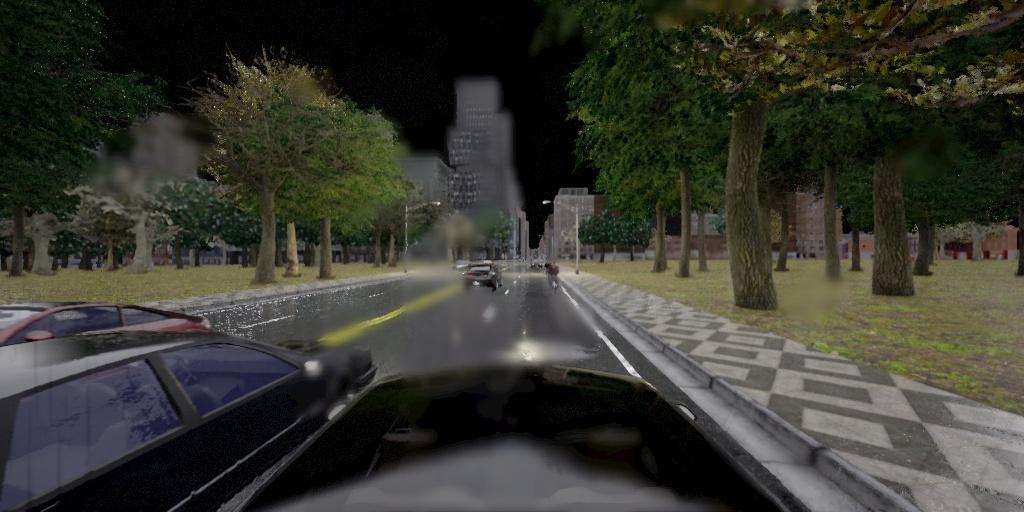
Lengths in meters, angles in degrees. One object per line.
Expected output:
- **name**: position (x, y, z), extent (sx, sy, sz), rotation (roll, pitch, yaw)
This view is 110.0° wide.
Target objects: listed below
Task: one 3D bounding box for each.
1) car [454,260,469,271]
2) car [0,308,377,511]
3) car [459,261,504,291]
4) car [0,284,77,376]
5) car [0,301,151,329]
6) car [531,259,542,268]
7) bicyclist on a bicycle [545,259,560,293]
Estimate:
- **car**: position (-6.573, 1.260, 48.529), extent (2.128, 1.511, 4.902), rotation (0, 0, 4)
- **car**: position (-2.955, 1.296, 2.574), extent (2.033, 1.411, 5.357), rotation (0, 0, 4)
- **car**: position (-1.668, 1.247, 21.713), extent (1.837, 1.490, 4.892), rotation (0, 0, 4)
- **car**: position (-9.526, 1.273, 4.703), extent (1.812, 1.442, 4.674), rotation (0, 0, 4)
- **car**: position (-6.276, 1.311, 4.582), extent (1.994, 1.385, 4.181), rotation (0, 0, 4)
- **car**: position (4.309, 1.399, 62.239), extent (1.895, 1.301, 4.718), rotation (0, 0, 5)
- **bicyclist on a bicycle**: position (2.147, 1.113, 18.154), extent (0.659, 1.776, 1.843), rotation (0, 0, 4)
